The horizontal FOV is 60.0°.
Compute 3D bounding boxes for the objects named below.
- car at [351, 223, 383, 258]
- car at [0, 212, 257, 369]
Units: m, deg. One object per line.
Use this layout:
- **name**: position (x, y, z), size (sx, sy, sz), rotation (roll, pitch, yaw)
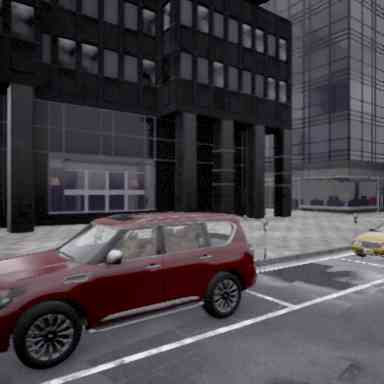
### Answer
- **car**: position (7.661, 1.600, 12.127), size (4.829, 1.417, 1.752), rotation (0, 0, -36)
- **car**: position (-1.030, 1.331, 5.918), size (5.009, 1.841, 2.192), rotation (0, 0, -36)
